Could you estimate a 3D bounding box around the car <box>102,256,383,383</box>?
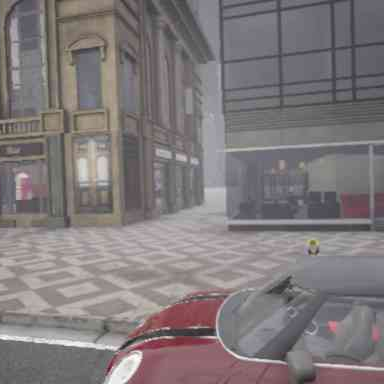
[{"bbox_3d":[1.246,1.321,2.842,4.097,1.590,1.967,-2,1,14],"label":"car"}]
